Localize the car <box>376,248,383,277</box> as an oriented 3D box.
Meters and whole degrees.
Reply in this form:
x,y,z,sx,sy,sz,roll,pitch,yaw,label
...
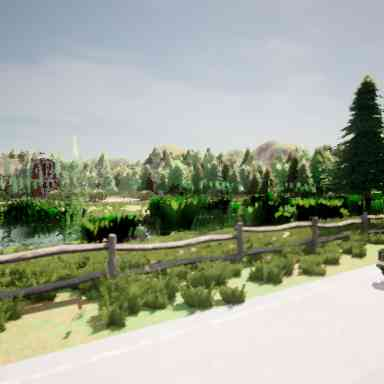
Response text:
x,y,z,sx,sy,sz,roll,pitch,yaw,label
6.749,1.604,8.716,4.718,1.301,1.895,0,0,-38,car
